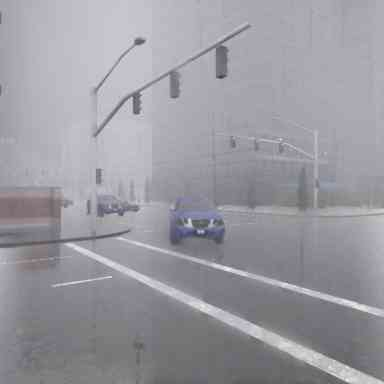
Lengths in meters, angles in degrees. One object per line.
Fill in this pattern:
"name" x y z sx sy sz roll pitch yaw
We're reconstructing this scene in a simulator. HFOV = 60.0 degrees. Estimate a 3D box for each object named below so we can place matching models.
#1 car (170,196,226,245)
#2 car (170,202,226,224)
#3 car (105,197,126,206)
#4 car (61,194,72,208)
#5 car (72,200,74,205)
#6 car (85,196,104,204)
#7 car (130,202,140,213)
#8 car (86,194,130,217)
"car" 0.138 1.222 15.847 2.150 2.045 5.566 1 0 -5
"car" 0.354 1.526 25.515 1.812 1.442 4.674 0 0 -37
"car" -13.067 1.526 56.485 1.812 1.442 4.674 0 0 -36
"car" -18.914 1.224 46.293 2.150 2.045 5.566 0 0 -35
"car" -21.243 1.564 55.658 1.994 1.385 4.181 0 0 -35
"car" -19.032 1.492 64.819 2.128 1.511 4.902 0 0 -36
"car" -7.445 1.601 36.265 1.895 1.301 4.718 0 0 -36
"car" -8.255 1.221 31.385 2.150 2.045 5.566 0 0 -35
